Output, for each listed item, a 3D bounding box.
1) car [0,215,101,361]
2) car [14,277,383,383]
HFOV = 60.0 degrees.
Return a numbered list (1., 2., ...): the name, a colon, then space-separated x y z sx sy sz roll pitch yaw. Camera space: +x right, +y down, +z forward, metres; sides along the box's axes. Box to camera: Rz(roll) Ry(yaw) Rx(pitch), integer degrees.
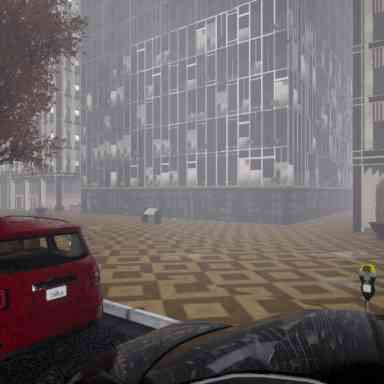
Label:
1. car: -3.596 1.315 5.451 5.009 1.841 2.192 0 0 36
2. car: 0.896 1.566 2.238 4.313 1.339 1.947 0 0 36
